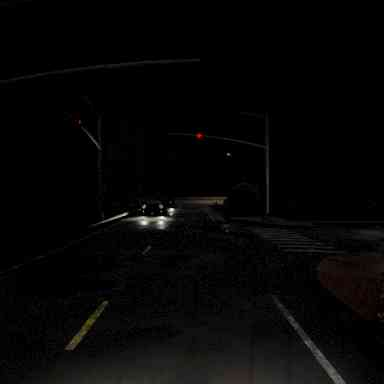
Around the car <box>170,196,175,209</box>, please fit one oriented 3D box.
[{"bbox_3d":[-3.586,1.351,46.288,2.097,1.767,4.553,0,0,0],"label":"car"}]

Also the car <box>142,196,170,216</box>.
[{"bbox_3d":[-3.626,1.352,32.633,2.097,1.767,4.553,0,0,0],"label":"car"}]
